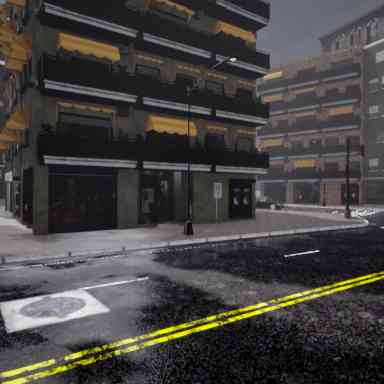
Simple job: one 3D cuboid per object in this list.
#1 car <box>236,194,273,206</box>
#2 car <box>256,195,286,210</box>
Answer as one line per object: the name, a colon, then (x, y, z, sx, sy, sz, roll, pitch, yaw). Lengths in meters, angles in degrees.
car: (8.324, 1.071, 44.206, 4.403, 1.369, 2.008, 1, 0, 38)
car: (7.420, 1.160, 34.228, 4.403, 1.369, 2.008, 1, 0, 38)
